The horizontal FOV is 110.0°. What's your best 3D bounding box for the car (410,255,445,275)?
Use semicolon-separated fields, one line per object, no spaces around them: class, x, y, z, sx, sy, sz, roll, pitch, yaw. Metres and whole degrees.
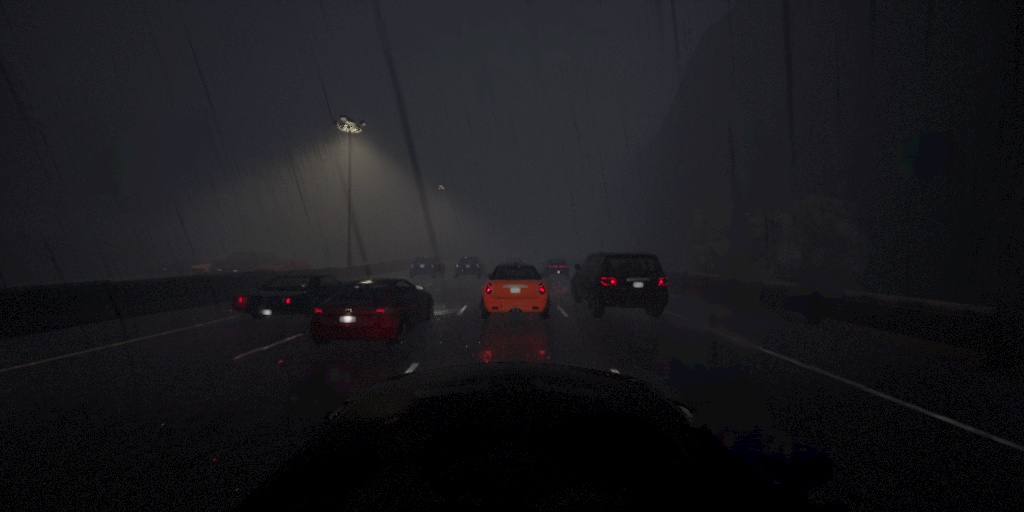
car;-6.898;0.801;29.707;2.097;1.767;4.553;0;1;0

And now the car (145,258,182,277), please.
car;-28.090;0.915;30.440;1.882;1.535;5.008;0;1;0

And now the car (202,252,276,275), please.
car;-21.093;0.686;28.685;2.150;2.045;5.566;0;1;0

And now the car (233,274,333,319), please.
car;-6.899;1.270;12.315;1.895;1.301;4.718;0;1;0

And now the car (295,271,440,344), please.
car;-3.399;1.260;9.427;1.994;1.385;4.181;0;1;0

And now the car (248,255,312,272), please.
car;-17.594;0.954;27.894;1.882;1.535;5.008;0;1;0

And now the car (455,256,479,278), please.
car;-3.398;0.801;29.688;2.097;1.767;4.553;0;1;0

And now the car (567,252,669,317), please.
car;3.601;0.885;12.895;2.150;2.045;5.566;0;1;0

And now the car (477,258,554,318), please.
car;0.102;1.017;12.740;2.097;1.767;4.553;0;1;0

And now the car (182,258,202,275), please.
car;-24.591;0.915;30.440;1.882;1.535;5.008;0;1;0

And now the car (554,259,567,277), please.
car;3.602;0.949;30.098;1.837;1.490;4.892;0;1;0

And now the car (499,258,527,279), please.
car;0.102;0.937;29.963;2.128;1.511;4.902;0;1;0
